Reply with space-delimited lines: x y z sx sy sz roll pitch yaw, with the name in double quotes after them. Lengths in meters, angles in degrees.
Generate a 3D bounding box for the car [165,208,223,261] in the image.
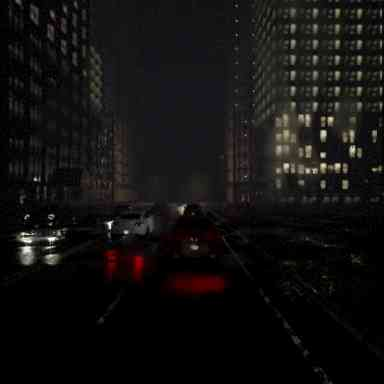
0.091 1.622 12.968 1.882 1.535 5.008 0 0 0 "car"

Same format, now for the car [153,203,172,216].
-3.157 1.856 34.308 1.882 1.535 5.008 0 -1 0 "car"

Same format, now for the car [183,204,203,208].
0.094 1.898 33.741 1.812 1.442 4.674 0 -1 0 "car"

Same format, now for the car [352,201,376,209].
32.743 2.447 63.412 4.097 1.590 1.967 1 0 -1 "car"

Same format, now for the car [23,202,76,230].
-9.852 1.608 23.302 2.097 1.767 4.553 0 -1 0 "car"

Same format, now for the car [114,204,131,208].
-6.599 1.898 31.781 2.033 1.411 5.357 0 -1 0 "car"

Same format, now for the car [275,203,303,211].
15.915 2.432 54.692 4.403 1.369 2.008 1 0 -1 "car"

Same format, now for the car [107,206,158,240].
-3.154 1.728 18.285 1.812 1.442 4.674 0 -1 0 "car"
